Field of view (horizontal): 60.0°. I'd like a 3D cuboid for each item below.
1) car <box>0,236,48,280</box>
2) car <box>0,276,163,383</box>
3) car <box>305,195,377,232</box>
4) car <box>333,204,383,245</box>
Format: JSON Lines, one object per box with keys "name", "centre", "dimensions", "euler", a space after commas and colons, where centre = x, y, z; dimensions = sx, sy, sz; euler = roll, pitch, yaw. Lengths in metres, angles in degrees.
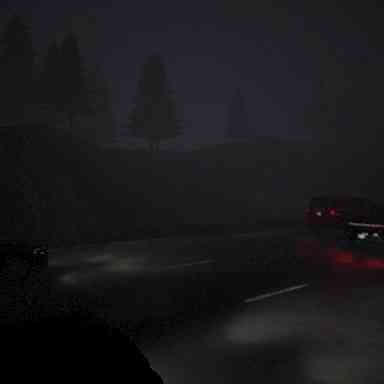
{"name": "car", "centre": [-6.145, 1.479, 7.961], "dimensions": [5.008, 1.535, 1.882], "euler": [0, 0, -35]}
{"name": "car", "centre": [-2.474, 1.604, 1.982], "dimensions": [4.718, 1.301, 1.895], "euler": [0, 0, -35]}
{"name": "car", "centre": [8.629, 1.175, 18.422], "dimensions": [5.566, 2.045, 2.150], "euler": [0, 0, -35]}
{"name": "car", "centre": [8.388, 1.451, 13.961], "dimensions": [4.902, 1.511, 2.128], "euler": [0, 0, -35]}
